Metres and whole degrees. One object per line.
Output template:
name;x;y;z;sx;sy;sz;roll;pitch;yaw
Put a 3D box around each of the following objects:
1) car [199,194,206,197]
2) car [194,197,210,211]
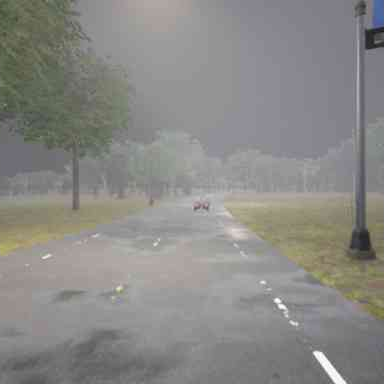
car;1.908;1.541;53.700;1.994;1.385;4.181;0;0;3
car;1.223;1.645;42.067;1.895;1.301;4.718;0;0;3
